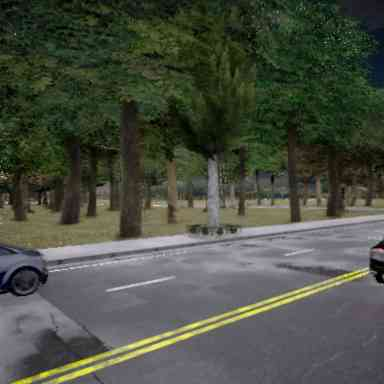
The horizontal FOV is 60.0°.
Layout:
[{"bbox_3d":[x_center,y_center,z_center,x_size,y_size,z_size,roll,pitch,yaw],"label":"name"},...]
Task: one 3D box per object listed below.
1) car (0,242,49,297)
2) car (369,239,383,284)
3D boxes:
[{"bbox_3d":[-5.550,1.772,7.557,4.181,1.385,1.994,0,-1,-39],"label":"car"},{"bbox_3d":[6.447,1.577,8.761,4.902,1.511,2.128,0,-1,-39],"label":"car"}]
